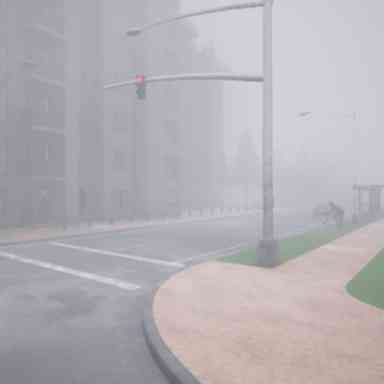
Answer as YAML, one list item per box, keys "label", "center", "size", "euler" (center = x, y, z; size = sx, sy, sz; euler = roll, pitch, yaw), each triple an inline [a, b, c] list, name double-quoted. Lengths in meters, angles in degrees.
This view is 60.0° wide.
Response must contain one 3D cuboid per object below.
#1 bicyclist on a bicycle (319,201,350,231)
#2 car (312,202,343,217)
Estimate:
- label: "bicyclist on a bicycle"
  center: [7.930, 1.338, 18.596]
  size: [1.656, 1.620, 0.582]
  euler: [-1, 0, 37]
- label: "car"
  center: [12.993, 1.618, 31.762]
  size: [1.994, 1.385, 4.181]
  euler: [0, 0, 37]
